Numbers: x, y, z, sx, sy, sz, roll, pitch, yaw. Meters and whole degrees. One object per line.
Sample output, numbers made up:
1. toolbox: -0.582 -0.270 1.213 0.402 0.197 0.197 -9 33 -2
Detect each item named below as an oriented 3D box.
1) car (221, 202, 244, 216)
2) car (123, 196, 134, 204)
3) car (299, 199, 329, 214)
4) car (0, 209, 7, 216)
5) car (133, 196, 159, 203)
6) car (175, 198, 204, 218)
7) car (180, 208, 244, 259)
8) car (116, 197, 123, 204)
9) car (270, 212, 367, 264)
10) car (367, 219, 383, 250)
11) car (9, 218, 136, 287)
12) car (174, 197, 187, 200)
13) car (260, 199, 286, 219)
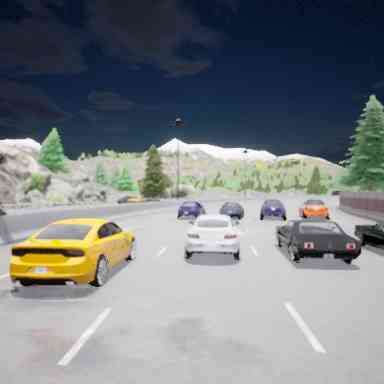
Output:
1. car: 3.567 1.598 29.625 1.994 1.385 4.181 0 0 12
2. car: -9.518 1.468 58.626 1.882 1.535 5.008 0 0 22
3. car: 10.707 1.418 29.449 2.097 1.767 4.553 0 0 13
4. car: -12.729 1.458 18.919 1.837 1.490 4.892 0 0 8
5. car: -7.219 1.600 54.934 1.895 1.301 4.718 0 0 21
6. car: -0.016 1.543 29.661 1.812 1.442 4.674 0 0 12
7. car: 0.821 1.537 12.553 1.812 1.442 4.674 0 0 5
8. car: -12.073 1.484 61.619 1.837 1.490 4.892 0 0 23
9. car: 4.257 1.627 12.062 1.895 1.301 4.718 0 0 5
10. car: 7.808 1.644 12.449 1.895 1.301 4.718 0 0 6
11. car: -2.958 1.470 9.354 1.882 1.535 5.008 0 0 4
12. car: -1.867 1.573 58.891 2.033 1.411 5.357 0 0 23
13. car: 7.032 1.401 29.096 2.097 1.767 4.553 0 0 12
